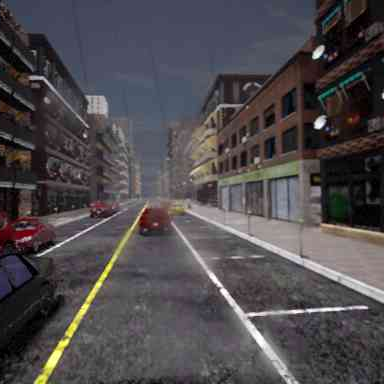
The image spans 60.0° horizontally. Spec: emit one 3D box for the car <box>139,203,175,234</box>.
[{"bbox_3d":[-2.334,1.701,21.128,1.882,1.535,5.008,-1,0,-7],"label":"car"}]

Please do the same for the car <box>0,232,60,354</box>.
[{"bbox_3d":[-3.461,1.659,4.798,2.033,1.411,5.357,-1,-1,-7],"label":"car"}]

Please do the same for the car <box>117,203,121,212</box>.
[{"bbox_3d":[-10.762,2.013,42.911,1.967,1.590,4.097,-1,0,-7],"label":"car"}]

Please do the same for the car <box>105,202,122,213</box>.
[{"bbox_3d":[-11.434,2.177,48.507,1.887,1.381,4.507,-1,0,-7],"label":"car"}]

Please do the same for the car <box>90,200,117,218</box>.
[{"bbox_3d":[-10.089,1.829,37.317,2.192,1.841,5.009,-1,0,-7],"label":"car"}]

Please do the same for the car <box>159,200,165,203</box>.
[{"bbox_3d":[-4.494,2.017,39.202,1.895,1.301,4.718,-1,0,-7],"label":"car"}]

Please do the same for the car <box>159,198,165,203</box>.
[{"bbox_3d":[-8.526,2.469,94.438,1.752,1.417,4.829,-1,0,-7],"label":"car"}]

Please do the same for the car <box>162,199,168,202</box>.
[{"bbox_3d":[-3.115,2.017,49.506,1.887,1.381,4.507,-1,0,-7],"label":"car"}]

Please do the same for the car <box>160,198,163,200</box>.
[{"bbox_3d":[-5.810,2.259,71.887,2.008,1.369,4.403,-1,0,-7],"label":"car"}]

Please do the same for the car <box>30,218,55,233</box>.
[{"bbox_3d":[-7.390,1.857,14.933,1.802,1.307,4.206,-1,-1,-7],"label":"car"}]

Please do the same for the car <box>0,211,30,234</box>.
[{"bbox_3d":[-6.720,1.530,9.340,2.192,1.841,5.009,-1,-1,-7],"label":"car"}]

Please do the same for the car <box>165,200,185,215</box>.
[{"bbox_3d":[-1.788,1.881,38.484,1.752,1.417,4.829,-1,0,-7],"label":"car"}]

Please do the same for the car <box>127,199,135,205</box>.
[{"bbox_3d":[-16.151,2.594,87.674,2.008,1.369,4.403,-1,0,-7],"label":"car"}]

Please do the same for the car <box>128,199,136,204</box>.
[{"bbox_3d":[-16.826,2.653,93.270,2.008,1.369,4.403,-1,0,-7],"label":"car"}]
